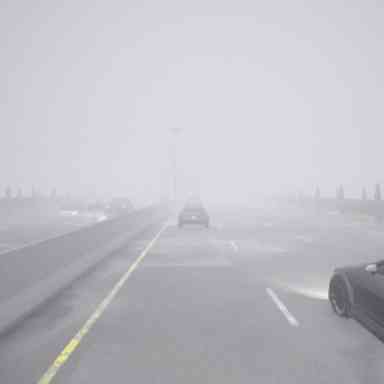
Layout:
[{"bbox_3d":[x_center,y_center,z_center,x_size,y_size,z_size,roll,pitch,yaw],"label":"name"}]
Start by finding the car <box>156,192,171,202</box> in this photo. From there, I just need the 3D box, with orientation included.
[{"bbox_3d":[-5.912,1.107,73.128,2.150,2.045,5.566,0,0,2],"label":"car"}]

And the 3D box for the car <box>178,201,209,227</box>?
[{"bbox_3d":[0.103,1.532,22.431,1.994,1.385,4.181,0,0,0],"label":"car"}]

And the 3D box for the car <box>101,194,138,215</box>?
[{"bbox_3d":[-7.036,1.306,32.652,2.097,1.767,4.553,0,0,1],"label":"car"}]

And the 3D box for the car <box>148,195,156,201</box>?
[{"bbox_3d":[-9.232,1.398,79.344,2.128,1.511,4.902,0,0,2],"label":"car"}]

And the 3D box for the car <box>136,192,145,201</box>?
[{"bbox_3d":[-12.694,1.097,80.710,2.150,2.045,5.566,0,0,2],"label":"car"}]

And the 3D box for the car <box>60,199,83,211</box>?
[{"bbox_3d":[-13.941,1.509,39.292,1.994,1.385,4.181,0,0,1],"label":"car"}]

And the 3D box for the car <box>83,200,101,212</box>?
[{"bbox_3d":[-10.472,1.548,38.199,1.895,1.301,4.718,0,0,1],"label":"car"}]

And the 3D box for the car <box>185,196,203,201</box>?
[{"bbox_3d":[0.271,1.295,40.124,2.097,1.767,4.553,0,0,1],"label":"car"}]

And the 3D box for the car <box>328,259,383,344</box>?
[{"bbox_3d":[3.602,1.557,4.719,1.994,1.385,4.181,0,0,0],"label":"car"}]
